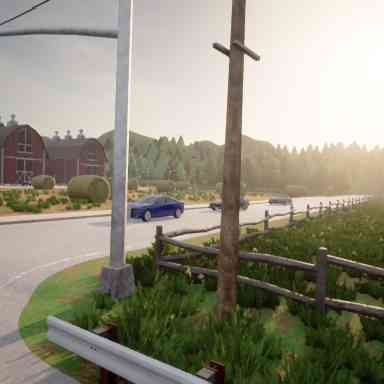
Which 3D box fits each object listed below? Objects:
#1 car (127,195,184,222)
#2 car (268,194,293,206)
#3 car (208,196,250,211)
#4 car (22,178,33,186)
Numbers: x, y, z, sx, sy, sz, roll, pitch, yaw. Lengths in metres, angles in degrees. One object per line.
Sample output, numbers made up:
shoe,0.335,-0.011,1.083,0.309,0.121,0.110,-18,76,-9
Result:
car,-2.441,0.936,21.235,1.882,1.535,5.008,3,2,33
car,11.182,0.981,41.882,1.994,1.385,4.181,3,2,34
car,3.532,0.987,30.314,2.033,1.411,5.357,3,2,33
car,-39.001,-2.370,79.385,1.905,1.878,3.866,8,2,-13
